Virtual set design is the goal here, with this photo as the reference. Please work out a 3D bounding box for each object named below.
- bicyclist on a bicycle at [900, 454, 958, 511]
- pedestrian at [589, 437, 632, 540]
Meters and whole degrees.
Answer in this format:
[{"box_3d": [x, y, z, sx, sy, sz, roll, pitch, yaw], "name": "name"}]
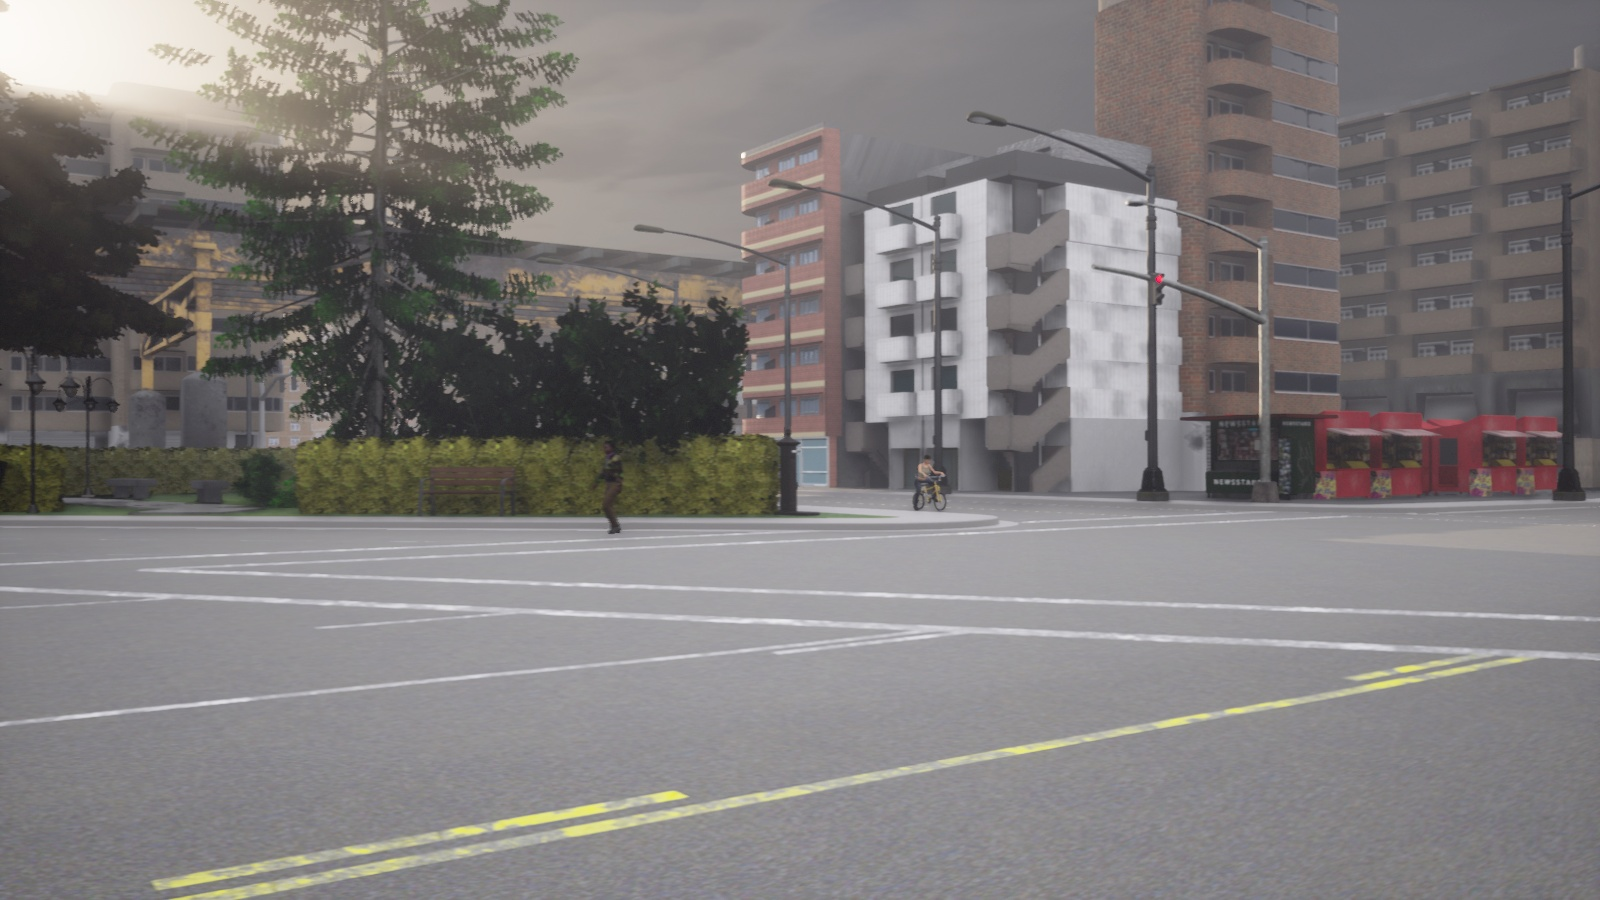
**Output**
[{"box_3d": [3.688, 0.921, 36.061, 0.866, 1.612, 1.509, 0, 0, -34], "name": "bicyclist on a bicycle"}, {"box_3d": [-3.634, 0.729, 24.115, 0.692, 1.930, 0.395, 0, 0, -41], "name": "pedestrian"}]
